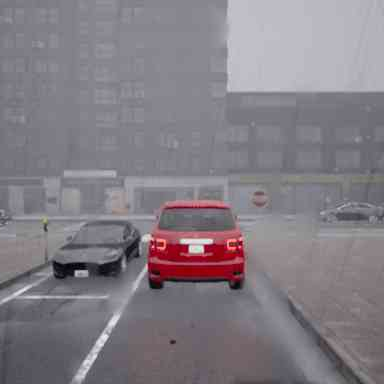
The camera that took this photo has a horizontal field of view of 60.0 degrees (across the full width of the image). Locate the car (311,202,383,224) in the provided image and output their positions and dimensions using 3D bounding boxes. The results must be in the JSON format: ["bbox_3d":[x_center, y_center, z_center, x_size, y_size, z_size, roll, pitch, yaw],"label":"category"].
[{"bbox_3d":[11.003,1.455,23.595,4.902,1.511,2.128,0,0,0],"label":"car"}]

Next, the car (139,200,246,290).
[{"bbox_3d":[0.127,1.220,9.251,2.150,2.045,5.566,0,0,1],"label":"car"}]

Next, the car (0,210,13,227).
[{"bbox_3d":[-13.704,1.382,20.697,4.553,1.767,2.097,0,0,0],"label":"car"}]

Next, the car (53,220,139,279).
[{"bbox_3d":[-2.620,1.564,10.074,1.947,1.339,4.313,0,0,0],"label":"car"}]
